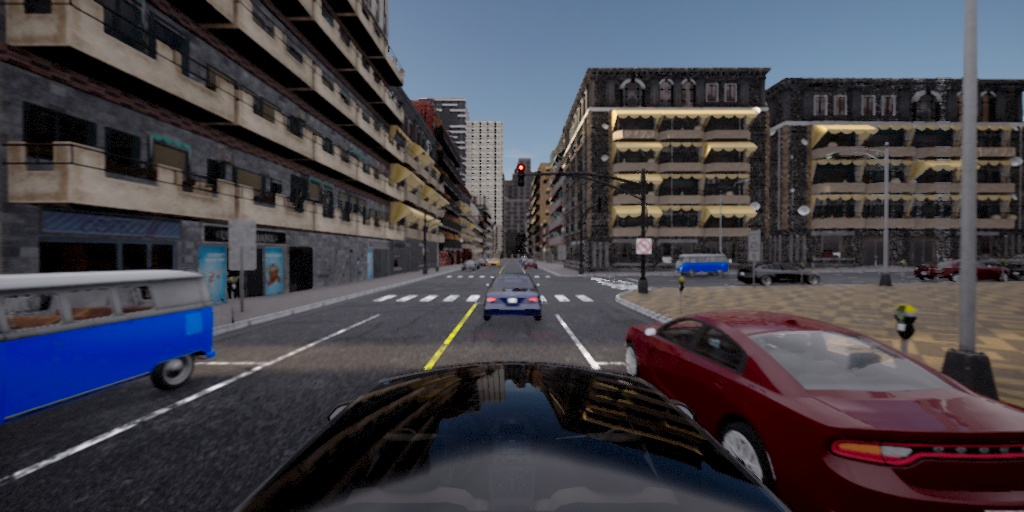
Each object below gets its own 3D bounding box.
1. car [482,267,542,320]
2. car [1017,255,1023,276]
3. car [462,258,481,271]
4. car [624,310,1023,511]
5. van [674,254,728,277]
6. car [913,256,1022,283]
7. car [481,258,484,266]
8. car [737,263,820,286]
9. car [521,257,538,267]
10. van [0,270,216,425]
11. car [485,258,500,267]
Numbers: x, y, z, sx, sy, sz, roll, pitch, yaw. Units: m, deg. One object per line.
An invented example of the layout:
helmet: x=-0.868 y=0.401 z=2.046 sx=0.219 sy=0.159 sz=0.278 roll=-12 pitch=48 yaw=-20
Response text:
car: x=0.027 y=1.284 z=12.490 sx=2.033 sy=1.411 sz=5.357 roll=0 pitch=0 yaw=0
car: x=32.494 y=0.777 z=21.593 sx=4.403 sy=1.370 sz=2.007 roll=0 pitch=0 yaw=-1
car: x=-5.651 y=1.256 z=47.656 sx=2.007 sy=1.370 sz=4.403 roll=0 pitch=0 yaw=0
car: x=2.690 y=1.292 z=4.173 sx=1.888 sy=1.381 sz=4.507 roll=0 pitch=0 yaw=0
van: x=15.679 y=0.752 z=29.753 sx=3.998 sy=1.789 sz=1.690 roll=0 pitch=0 yaw=-1
car: x=26.925 y=0.859 z=21.520 sx=4.507 sy=1.381 sz=1.888 roll=0 pitch=0 yaw=-1
car: x=-5.646 y=1.269 z=53.184 sx=1.948 sy=1.339 sz=4.313 roll=0 pitch=0 yaw=0
car: x=15.790 y=1.056 z=21.374 sx=4.313 sy=1.339 sz=1.948 roll=0 pitch=0 yaw=-1
car: x=2.734 y=1.143 z=53.171 sx=1.967 sy=1.591 sz=4.097 roll=0 pitch=0 yaw=0
van: x=-5.691 y=1.088 z=4.181 sx=1.690 sy=1.789 sz=3.998 roll=0 pitch=0 yaw=0
car: x=-2.996 y=1.178 z=60.954 sx=1.882 sy=1.535 sz=5.008 roll=0 pitch=0 yaw=1
